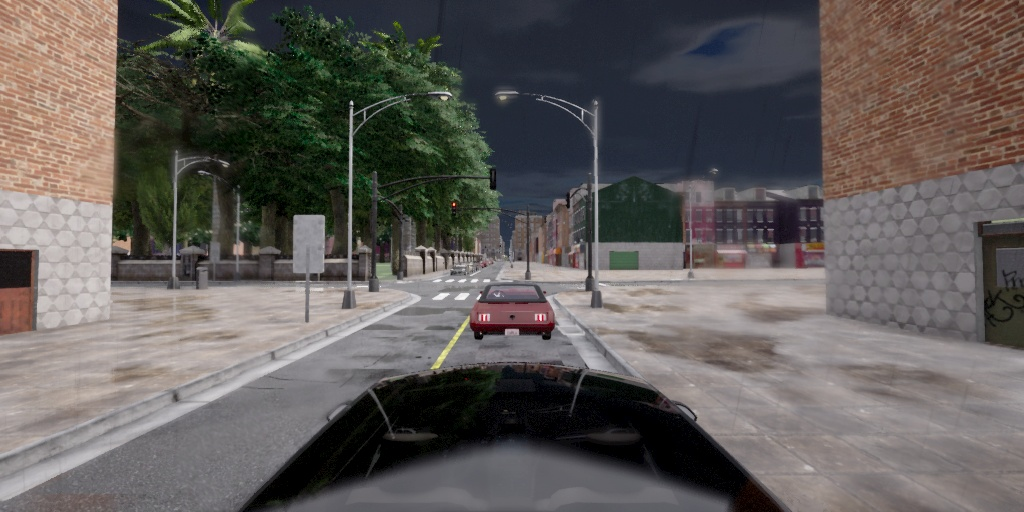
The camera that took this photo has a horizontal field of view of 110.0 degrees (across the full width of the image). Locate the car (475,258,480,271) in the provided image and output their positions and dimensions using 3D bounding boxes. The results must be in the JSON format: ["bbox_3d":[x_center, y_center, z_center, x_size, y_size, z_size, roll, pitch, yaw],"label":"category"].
[{"bbox_3d":[-5.581,1.347,45.546,2.007,1.370,4.403,0,0,0],"label":"car"}]

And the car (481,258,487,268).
[{"bbox_3d":[-5.721,1.420,61.895,1.802,1.307,4.207,0,0,0],"label":"car"}]

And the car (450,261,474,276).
[{"bbox_3d":[-5.547,1.334,38.411,2.007,1.370,4.403,0,0,0],"label":"car"}]

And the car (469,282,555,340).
[{"bbox_3d":[0.025,1.355,9.940,1.895,1.301,4.718,0,0,0],"label":"car"}]

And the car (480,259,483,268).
[{"bbox_3d":[-5.628,1.373,50.996,1.948,1.339,4.313,0,0,0],"label":"car"}]
